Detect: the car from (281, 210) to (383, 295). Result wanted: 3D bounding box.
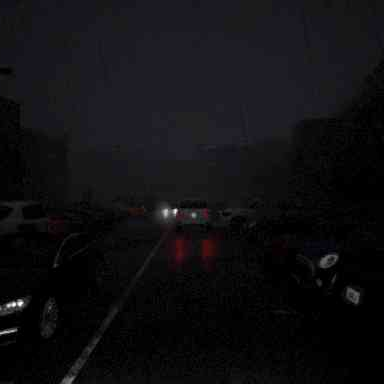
[{"bbox_3d":[4.679,1.423,7.650,4.553,1.767,2.185,0,-1,0],"label":"car"}]

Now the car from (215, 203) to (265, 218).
[{"bbox_3d":[4.645,1.808,32.792,4.674,1.452,2.002,0,-1,0],"label":"car"}]

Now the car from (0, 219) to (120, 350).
[{"bbox_3d":[-3.102,1.551,6.620,2.128,1.511,4.902,0,-1,0],"label":"car"}]

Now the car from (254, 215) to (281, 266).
[{"bbox_3d":[4.617,1.602,10.445,4.792,1.488,2.163,0,0,0],"label":"car"}]

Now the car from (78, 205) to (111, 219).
[{"bbox_3d":[-7.682,1.698,20.304,4.674,1.452,2.002,0,0,0],"label":"car"}]

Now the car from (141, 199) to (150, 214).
[{"bbox_3d":[-7.502,1.783,34.996,5.366,1.575,1.946,0,-1,0],"label":"car"}]

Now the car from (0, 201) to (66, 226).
[{"bbox_3d":[-7.711,1.330,11.493,5.566,2.045,2.435,0,0,0],"label":"car"}]

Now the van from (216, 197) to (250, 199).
[{"bbox_3d":[4.525,1.585,38.378,4.442,1.987,1.878,0,0,0],"label":"van"}]

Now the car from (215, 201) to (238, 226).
[{"bbox_3d":[4.650,1.720,27.204,4.892,1.521,2.231,0,0,0],"label":"car"}]

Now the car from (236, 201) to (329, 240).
[{"bbox_3d":[4.678,1.497,16.156,4.553,1.767,2.185,0,0,0],"label":"car"}]

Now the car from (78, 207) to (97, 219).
[{"bbox_3d":[-7.681,1.672,17.241,4.674,1.452,2.002,0,-1,0],"label":"car"}]

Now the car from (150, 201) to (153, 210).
[{"bbox_3d":[-7.694,1.809,40.768,5.008,1.535,2.097,0,0,0],"label":"car"}]

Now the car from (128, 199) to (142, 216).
[{"bbox_3d":[-7.872,1.758,32.057,5.366,1.575,1.946,0,0,0],"label":"car"}]

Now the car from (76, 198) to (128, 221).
[{"bbox_3d":[-7.717,1.584,26.182,4.553,1.767,2.185,0,-1,0],"label":"car"}]

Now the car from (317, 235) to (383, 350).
[{"bbox_3d":[4.678,1.553,4.856,4.792,1.488,2.163,0,0,0],"label":"car"}]

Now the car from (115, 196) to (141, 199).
[{"bbox_3d":[-7.658,1.682,37.939,4.553,1.767,2.185,0,0,0],"label":"car"}]

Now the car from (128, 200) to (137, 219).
[{"bbox_3d":[-7.693,1.735,28.994,4.892,1.521,2.231,0,0,0],"label":"car"}]

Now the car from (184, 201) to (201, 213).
[{"bbox_3d":[0.070,1.885,42.217,1.994,1.385,4.181,0,0,-1],"label":"car"}]

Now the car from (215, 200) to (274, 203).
[{"bbox_3d":[4.637,1.745,30.123,4.892,1.521,2.231,0,0,0],"label":"car"}]

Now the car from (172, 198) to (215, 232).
[{"bbox_3d":[0.095,1.414,21.815,2.150,2.045,5.566,0,0,0],"label":"car"}]

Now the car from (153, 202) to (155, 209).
[{"bbox_3d":[-7.661,1.536,43.712,5.566,2.045,2.435,0,0,0],"label":"car"}]

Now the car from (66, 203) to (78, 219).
[{"bbox_3d":[-7.652,1.480,14.305,4.553,1.767,2.185,0,-1,0],"label":"car"}]

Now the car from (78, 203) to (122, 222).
[{"bbox_3d":[-7.714,1.713,23.243,4.792,1.488,2.163,0,-1,0],"label":"car"}]

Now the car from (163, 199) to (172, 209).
[{"bbox_3d":[-3.365,1.774,50.640,1.895,1.301,4.718,0,2,-9],"label":"car"}]
